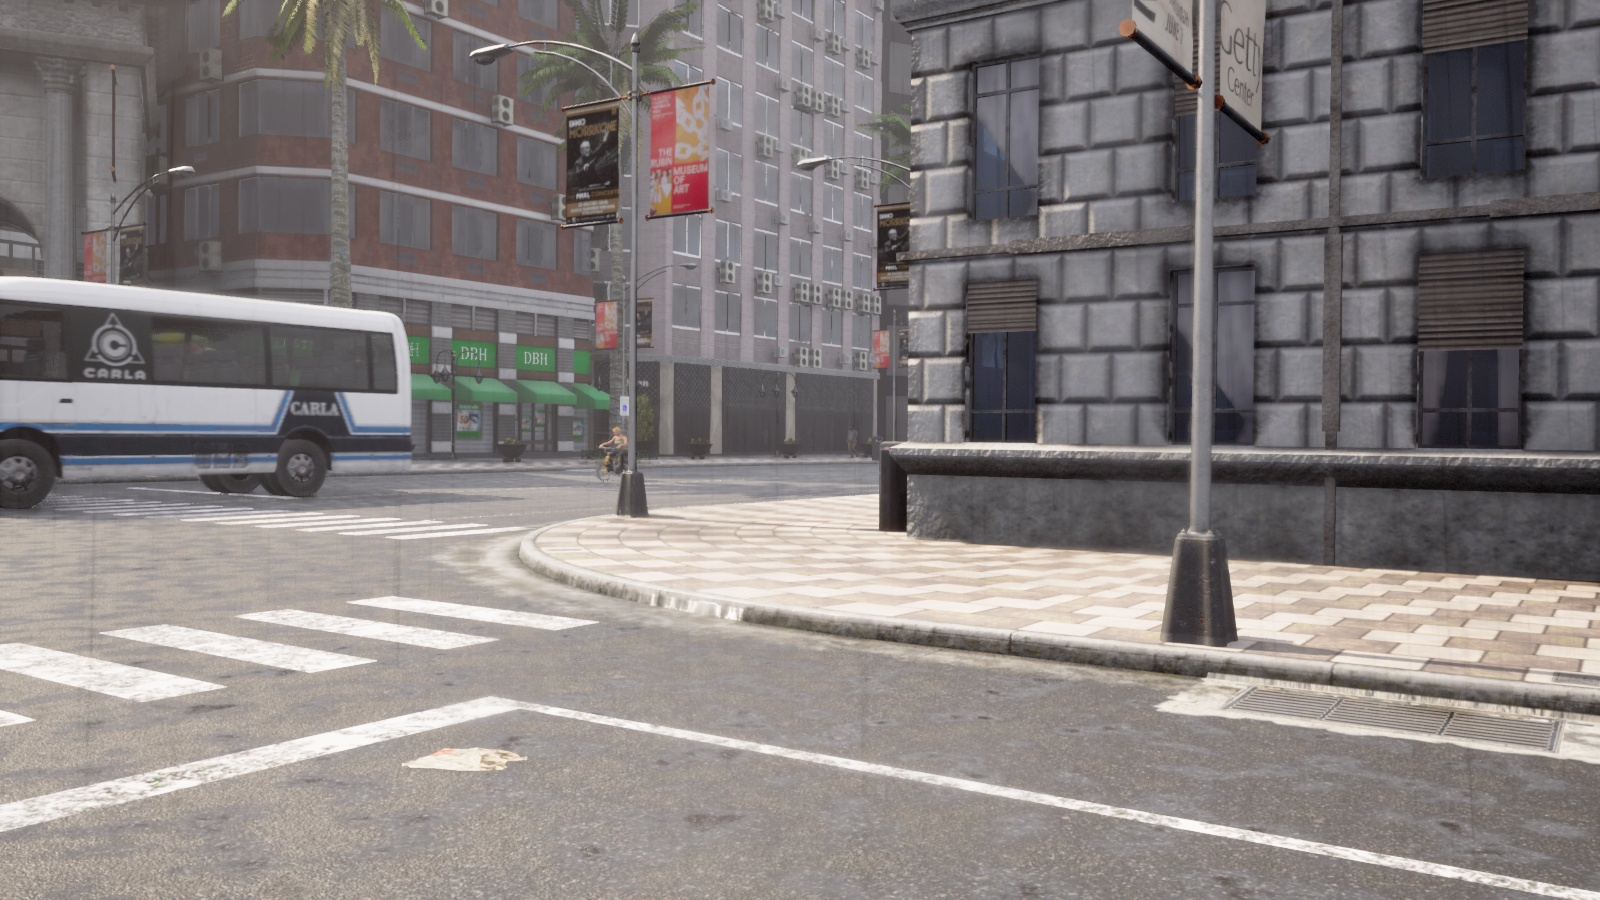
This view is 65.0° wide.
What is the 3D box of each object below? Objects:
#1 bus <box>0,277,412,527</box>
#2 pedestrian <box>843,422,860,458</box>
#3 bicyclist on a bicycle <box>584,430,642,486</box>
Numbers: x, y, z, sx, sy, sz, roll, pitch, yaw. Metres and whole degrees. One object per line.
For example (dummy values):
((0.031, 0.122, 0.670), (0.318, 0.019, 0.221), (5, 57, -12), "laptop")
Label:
((-13.342, -0.870, 25.343), (3.944, 4.253, 10.273), (0, 1, 34), "bus")
((2.689, -0.523, 64.990), (0.540, 1.848, 0.694), (0, 1, 44), "pedestrian")
((-5.492, 0.213, 36.954), (0.866, 1.612, 1.509), (0, 1, 34), "bicyclist on a bicycle")
